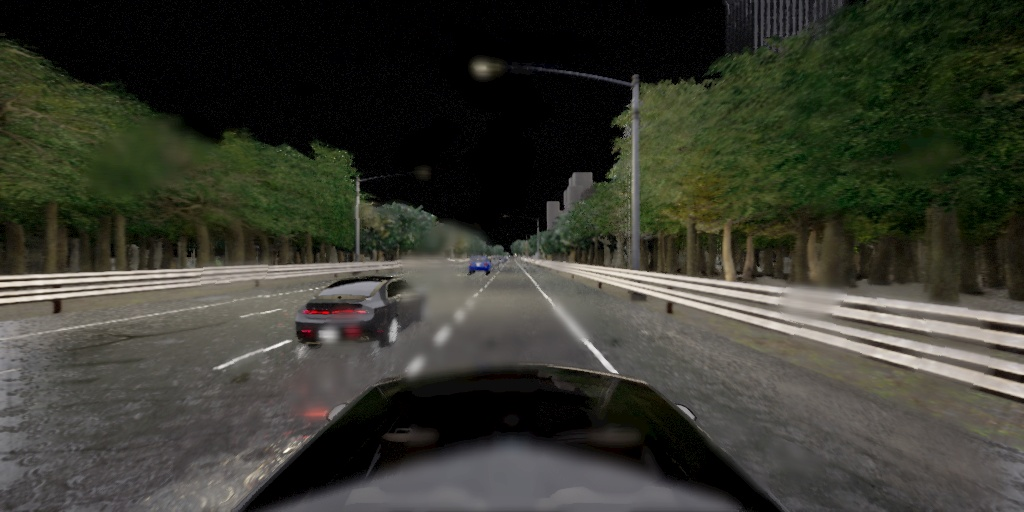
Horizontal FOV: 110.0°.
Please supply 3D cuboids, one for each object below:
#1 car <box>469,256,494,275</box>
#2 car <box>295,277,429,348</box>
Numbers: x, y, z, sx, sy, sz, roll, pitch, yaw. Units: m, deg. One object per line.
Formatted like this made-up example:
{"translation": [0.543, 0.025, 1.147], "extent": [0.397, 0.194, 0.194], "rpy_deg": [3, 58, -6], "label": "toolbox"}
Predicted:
{"translation": [-3.510, 1.035, 40.110], "extent": [2.150, 2.045, 5.566], "rpy_deg": [0, 0, 0], "label": "car"}
{"translation": [-3.504, 1.268, 9.277], "extent": [1.837, 1.490, 4.892], "rpy_deg": [0, 0, 0], "label": "car"}
